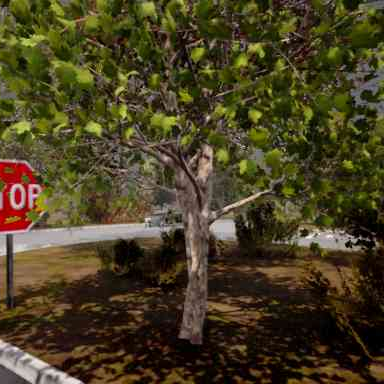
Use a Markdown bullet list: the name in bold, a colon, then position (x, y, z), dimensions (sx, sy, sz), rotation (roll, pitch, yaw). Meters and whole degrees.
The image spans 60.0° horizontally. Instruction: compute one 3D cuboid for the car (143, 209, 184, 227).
- **car**: position (-2.254, 2.220, 29.070), dimensions (2.128, 1.511, 4.902), rotation (-1, -3, 35)
